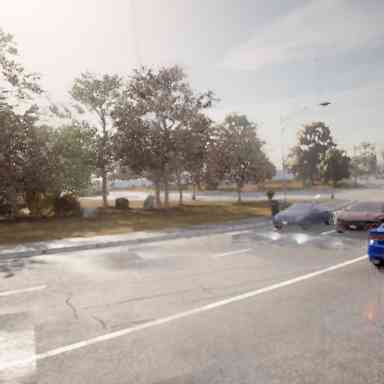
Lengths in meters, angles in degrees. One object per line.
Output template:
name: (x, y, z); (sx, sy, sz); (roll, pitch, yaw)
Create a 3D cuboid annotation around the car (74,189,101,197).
car: (-19.825, 0.073, 61.502); (4.553, 1.767, 2.097); (1, 4, 26)

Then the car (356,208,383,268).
car: (6.821, 1.293, 9.532); (5.008, 1.535, 1.882); (-1, 0, -41)

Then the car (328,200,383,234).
car: (8.856, 1.181, 16.419); (5.008, 1.535, 1.882); (-2, 1, -45)

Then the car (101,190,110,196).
car: (-18.251, 0.086, 64.639); (4.718, 1.301, 1.895); (1, 4, 26)

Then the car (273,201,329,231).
car: (6.450, 1.272, 18.934); (4.674, 1.442, 1.812); (-2, 1, -45)
